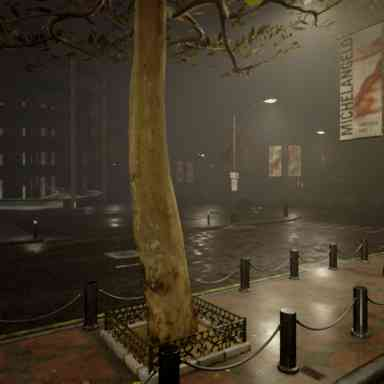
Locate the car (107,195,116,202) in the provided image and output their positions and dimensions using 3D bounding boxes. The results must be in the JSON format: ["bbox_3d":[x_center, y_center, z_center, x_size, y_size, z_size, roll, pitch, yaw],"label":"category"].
[{"bbox_3d":[-19.027,1.474,77.398,4.674,1.442,1.812,0,0,12],"label":"car"}]

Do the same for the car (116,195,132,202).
[{"bbox_3d":[-13.117,1.469,71.486,5.008,1.535,1.882,0,0,26],"label":"car"}]

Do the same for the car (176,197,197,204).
[{"bbox_3d":[-1.470,1.547,62.220,2.033,1.411,5.357,0,0,-42],"label":"car"}]

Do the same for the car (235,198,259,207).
[{"bbox_3d":[8.013,1.563,49.576,1.994,1.385,4.181,0,0,-36],"label":"car"}]

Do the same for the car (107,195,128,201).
[{"bbox_3d":[-18.068,1.464,80.764,4.674,1.442,1.812,0,0,12],"label":"car"}]
